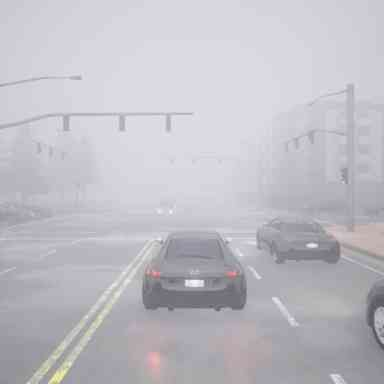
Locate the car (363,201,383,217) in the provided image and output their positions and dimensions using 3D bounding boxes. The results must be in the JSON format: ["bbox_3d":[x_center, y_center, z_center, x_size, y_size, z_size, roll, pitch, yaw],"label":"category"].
[{"bbox_3d":[18.543,1.505,31.002,4.892,1.490,1.837,0,0,-2],"label":"car"}]

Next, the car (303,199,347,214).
[{"bbox_3d":[14.045,1.491,34.388,4.902,1.511,2.128,0,0,-1],"label":"car"}]

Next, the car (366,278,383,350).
[{"bbox_3d":[3.599,1.505,3.200,1.837,1.490,4.892,0,0,0],"label":"car"}]

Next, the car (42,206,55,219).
[{"bbox_3d":[-13.651,1.491,26.809,4.902,1.511,2.128,0,0,-4],"label":"car"}]

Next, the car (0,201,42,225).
[{"bbox_3d":[-13.527,1.492,23.085,4.902,1.511,2.128,0,0,-1],"label":"car"}]

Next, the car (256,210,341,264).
[{"bbox_3d":[3.575,1.564,11.904,1.994,1.385,4.181,0,0,0],"label":"car"}]

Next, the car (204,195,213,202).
[{"bbox_3d":[3.459,1.363,71.343,2.128,1.511,4.902,0,0,0],"label":"car"}]

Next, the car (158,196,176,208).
[{"bbox_3d":[-3.610,1.526,47.134,1.812,1.442,4.674,0,0,0],"label":"car"}]

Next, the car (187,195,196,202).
[{"bbox_3d":[-0.041,1.392,71.327,1.994,1.385,4.181,0,0,0],"label":"car"}]

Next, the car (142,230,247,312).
[{"bbox_3d":[0.055,1.564,7.819,1.994,1.385,4.181,0,0,0],"label":"car"}]
